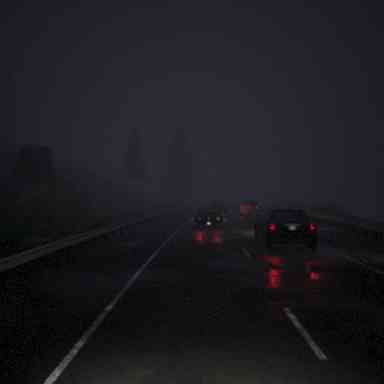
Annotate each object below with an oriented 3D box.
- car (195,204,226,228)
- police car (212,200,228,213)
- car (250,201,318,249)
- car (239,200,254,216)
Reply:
[{"bbox_3d":[1.302,1.808,24.134,1.895,1.301,4.718,0,0,5],"label":"car"},{"bbox_3d":[3.482,1.783,41.684,1.930,1.638,5.238,0,-1,9],"label":"police car"},{"bbox_3d":[4.170,1.489,15.471,2.097,1.767,4.553,0,0,3],"label":"car"},{"bbox_3d":[6.399,1.678,37.496,2.097,1.767,4.553,0,0,8],"label":"car"}]
